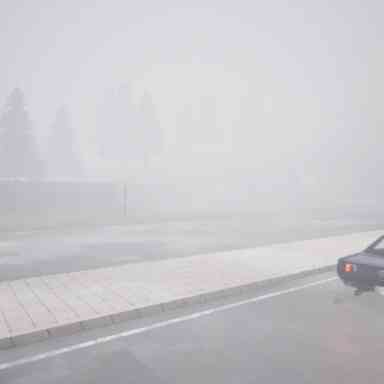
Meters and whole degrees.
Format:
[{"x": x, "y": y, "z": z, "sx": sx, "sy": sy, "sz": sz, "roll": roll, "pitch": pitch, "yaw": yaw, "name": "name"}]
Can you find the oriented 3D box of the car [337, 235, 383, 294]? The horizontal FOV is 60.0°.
[{"x": 5.459, "y": 1.601, "z": 7.640, "sx": 4.718, "sy": 1.301, "sz": 1.895, "roll": 0, "pitch": 0, "yaw": -35, "name": "car"}]
